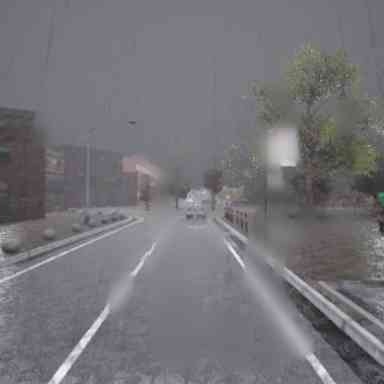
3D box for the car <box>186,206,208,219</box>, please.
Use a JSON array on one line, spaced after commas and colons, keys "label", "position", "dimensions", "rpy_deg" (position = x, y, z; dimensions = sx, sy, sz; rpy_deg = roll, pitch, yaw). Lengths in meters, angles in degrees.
[{"label": "car", "position": [0.563, 2.155, 35.186], "dimensions": [1.895, 1.301, 4.718], "rpy_deg": [0, -1, 7]}]
